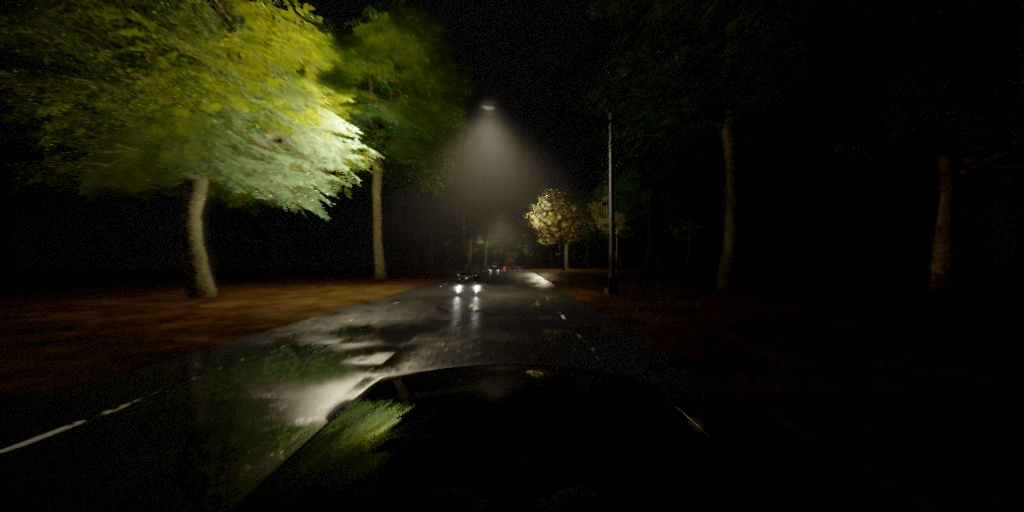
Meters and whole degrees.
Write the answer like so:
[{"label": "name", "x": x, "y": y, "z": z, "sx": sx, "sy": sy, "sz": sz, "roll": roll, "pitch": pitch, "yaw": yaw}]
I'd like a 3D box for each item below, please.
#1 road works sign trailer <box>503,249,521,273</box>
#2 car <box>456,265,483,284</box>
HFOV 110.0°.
[{"label": "road works sign trailer", "x": 0.030, "y": 0.767, "z": 56.152, "sx": 2.380, "sy": 3.560, "sz": 2.880, "roll": 0, "pitch": 0, "yaw": 0}, {"label": "car", "x": -3.583, "y": 1.528, "z": 30.799, "sx": 1.837, "sy": 1.490, "sz": 4.892, "roll": 0, "pitch": -1, "yaw": 0}]
